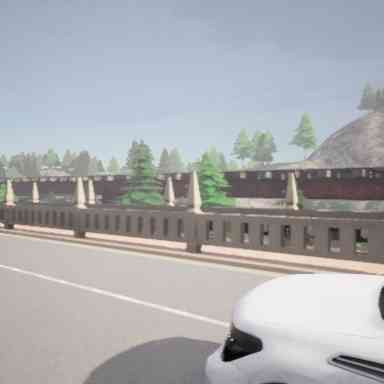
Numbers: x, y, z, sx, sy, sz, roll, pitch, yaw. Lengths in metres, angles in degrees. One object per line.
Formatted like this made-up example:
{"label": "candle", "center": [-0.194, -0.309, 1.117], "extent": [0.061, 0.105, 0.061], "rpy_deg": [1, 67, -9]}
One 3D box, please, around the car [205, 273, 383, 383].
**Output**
{"label": "car", "center": [2.757, 1.215, 1.967], "extent": [5.566, 2.045, 2.150], "rpy_deg": [0, 0, 36]}
